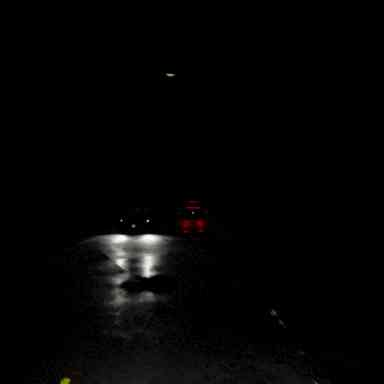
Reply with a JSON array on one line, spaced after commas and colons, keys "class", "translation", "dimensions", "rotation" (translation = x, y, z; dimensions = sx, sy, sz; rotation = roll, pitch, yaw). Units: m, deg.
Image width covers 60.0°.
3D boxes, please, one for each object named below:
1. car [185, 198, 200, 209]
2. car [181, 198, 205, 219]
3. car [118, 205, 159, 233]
[{"class": "car", "translation": [0.108, 1.617, 48.891], "dimensions": [2.128, 1.511, 4.902], "rotation": [0, -1, 0]}, {"class": "car", "translation": [0.100, 1.500, 29.533], "dimensions": [2.128, 1.511, 4.902], "rotation": [0, 0, 0]}, {"class": "car", "translation": [-3.019, 1.511, 19.623], "dimensions": [1.812, 1.442, 4.674], "rotation": [0, 0, 0]}]
